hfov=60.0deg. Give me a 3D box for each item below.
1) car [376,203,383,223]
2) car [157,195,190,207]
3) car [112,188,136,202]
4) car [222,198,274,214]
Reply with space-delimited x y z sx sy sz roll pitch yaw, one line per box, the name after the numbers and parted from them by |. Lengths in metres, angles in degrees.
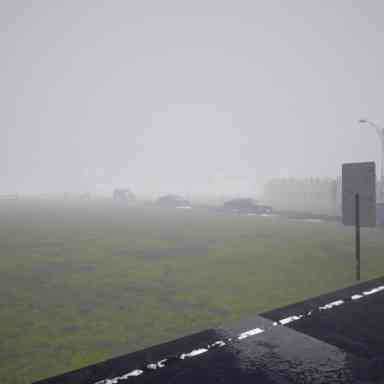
12.826 1.432 21.670 2.033 1.411 5.357 -1 1 -41 | car
-2.487 1.051 42.451 2.033 1.411 5.357 -1 1 -35 | car
-11.374 0.399 55.032 2.150 2.045 5.566 -1 1 -36 | car
5.180 1.250 31.721 2.033 1.411 5.357 -1 1 -36 | car
